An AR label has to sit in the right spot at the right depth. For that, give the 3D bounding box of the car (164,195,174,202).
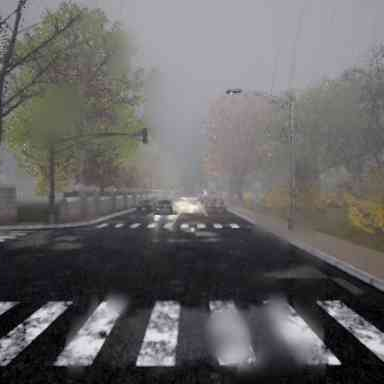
[{"bbox_3d":[-5.312,1.534,78.529,2.008,1.369,4.403,-1,0,0],"label":"car"}]

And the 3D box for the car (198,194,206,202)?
[{"bbox_3d":[2.566,1.549,61.458,1.947,1.339,4.313,-1,0,0],"label":"car"}]

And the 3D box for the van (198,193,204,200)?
[{"bbox_3d":[2.568,1.327,95.589,1.690,1.788,3.998,-1,0,0],"label":"van"}]

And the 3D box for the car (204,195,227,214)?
[{"bbox_3d":[2.615,1.429,35.692,1.967,1.590,4.097,-1,0,0],"label":"car"}]

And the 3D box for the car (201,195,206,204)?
[{"bbox_3d":[2.563,1.531,44.392,1.887,1.381,4.507,-1,0,0],"label":"car"}]

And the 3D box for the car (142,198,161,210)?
[{"bbox_3d":[-5.317,1.552,44.397,1.947,1.339,4.313,-1,0,0],"label":"car"}]

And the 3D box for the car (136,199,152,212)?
[{"bbox_3d":[-5.320,1.554,38.710,1.947,1.339,4.313,-1,0,0],"label":"car"}]

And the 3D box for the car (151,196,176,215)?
[{"bbox_3d":[-2.746,1.528,34.233,1.837,1.490,4.892,0,0,0],"label":"car"}]

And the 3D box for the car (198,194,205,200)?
[{"bbox_3d":[2.568,1.425,89.901,1.967,1.590,4.097,-1,0,0],"label":"car"}]

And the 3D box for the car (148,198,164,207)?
[{"bbox_3d":[-5.316,1.551,50.085,1.947,1.339,4.313,-1,0,0],"label":"car"}]
